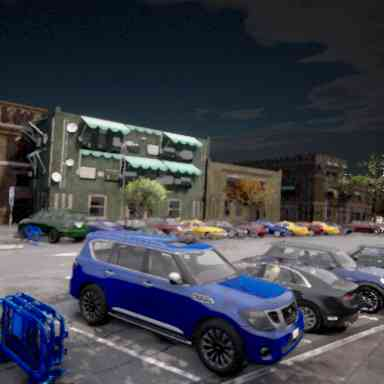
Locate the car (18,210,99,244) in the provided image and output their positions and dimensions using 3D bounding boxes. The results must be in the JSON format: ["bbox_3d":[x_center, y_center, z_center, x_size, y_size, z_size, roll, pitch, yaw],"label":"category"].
[{"bbox_3d":[-9.218,2.198,22.151,5.566,2.045,2.435,1,-3,34],"label":"car"}]

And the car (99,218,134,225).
[{"bbox_3d":[-6.810,2.671,23.860,4.674,1.452,2.002,0,-3,34],"label":"car"}]

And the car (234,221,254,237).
[{"bbox_3d":[2.757,3.355,30.783,4.892,1.521,2.231,0,-4,34],"label":"car"}]

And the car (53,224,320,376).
[{"bbox_3d":[-0.392,2.106,7.555,5.566,2.045,2.435,2,-2,34],"label":"car"}]

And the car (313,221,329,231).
[{"bbox_3d":[12.337,4.077,37.711,5.008,1.535,2.097,1,-3,34],"label":"car"}]

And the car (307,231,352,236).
[{"bbox_3d":[6.930,2.785,12.843,4.553,1.767,2.185,2,-1,34],"label":"car"}]

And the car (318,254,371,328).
[{"bbox_3d":[2.015,2.541,9.319,4.892,1.521,2.231,2,-1,34],"label":"car"}]

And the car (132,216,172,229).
[{"bbox_3d":[-4.420,2.813,25.596,4.892,1.521,2.231,1,-4,34],"label":"car"}]

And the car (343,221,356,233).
[{"bbox_3d":[17.145,4.469,41.160,4.792,1.488,2.163,1,-3,34],"label":"car"}]

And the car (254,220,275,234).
[{"bbox_3d":[5.127,3.564,32.526,4.792,1.488,2.163,1,-3,34],"label":"car"}]

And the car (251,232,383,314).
[{"bbox_3d":[4.438,2.598,11.115,4.553,1.767,2.185,2,-2,34],"label":"car"}]

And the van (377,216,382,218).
[{"bbox_3d":[31.386,5.295,51.632,4.442,1.987,1.878,0,-3,34],"label":"van"}]

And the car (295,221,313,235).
[{"bbox_3d":[9.784,3.892,36.075,5.366,1.575,1.946,0,-3,34],"label":"car"}]

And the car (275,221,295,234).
[{"bbox_3d":[7.543,3.715,34.240,5.008,1.535,2.097,1,-4,34],"label":"car"}]

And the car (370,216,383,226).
[{"bbox_3d":[45.058,6.990,80.739,2.435,2.045,5.566,1,-2,35],"label":"car"}]

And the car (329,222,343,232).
[{"bbox_3d":[14.570,4.253,39.536,5.366,1.575,1.946,1,-3,34],"label":"car"}]

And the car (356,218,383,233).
[{"bbox_3d":[24.279,4.855,46.389,4.553,1.767,2.185,1,-4,34],"label":"car"}]

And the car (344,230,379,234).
[{"bbox_3d":[9.375,2.970,14.619,4.553,1.767,2.185,2,-1,34],"label":"car"}]

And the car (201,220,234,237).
[{"bbox_3d":[0.526,3.172,28.958,5.366,1.575,1.946,1,-4,34],"label":"car"}]

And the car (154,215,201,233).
[{"bbox_3d":[-2.043,2.867,27.349,4.553,1.767,2.185,0,-4,34],"label":"car"}]
